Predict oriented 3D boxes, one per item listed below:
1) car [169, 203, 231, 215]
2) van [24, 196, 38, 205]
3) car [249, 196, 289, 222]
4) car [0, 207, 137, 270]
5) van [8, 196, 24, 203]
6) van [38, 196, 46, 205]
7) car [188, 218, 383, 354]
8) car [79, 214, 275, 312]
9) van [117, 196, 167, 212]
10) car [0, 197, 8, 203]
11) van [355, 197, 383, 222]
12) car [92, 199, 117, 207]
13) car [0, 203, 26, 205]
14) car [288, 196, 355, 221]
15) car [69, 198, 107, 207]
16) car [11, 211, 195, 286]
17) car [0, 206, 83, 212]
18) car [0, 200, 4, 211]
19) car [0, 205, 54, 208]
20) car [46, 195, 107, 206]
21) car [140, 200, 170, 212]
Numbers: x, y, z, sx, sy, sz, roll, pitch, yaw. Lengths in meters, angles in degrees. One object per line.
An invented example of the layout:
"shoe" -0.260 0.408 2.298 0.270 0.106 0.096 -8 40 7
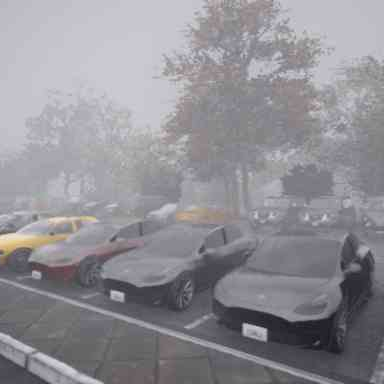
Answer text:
"car" 0.966 1.531 23.585 2.097 1.535 5.008 0 0 36
"van" -14.712 1.371 34.998 1.878 1.987 4.442 0 0 36
"car" 5.452 1.261 20.334 2.435 2.045 5.566 0 0 36
"car" -4.599 1.521 11.256 1.946 1.575 5.366 0 0 36
"van" -17.206 1.381 36.502 1.878 1.987 4.442 -1 0 36
"van" -12.564 1.362 33.455 1.878 1.987 4.442 0 0 36
"car" 2.256 1.525 6.523 2.163 1.488 4.792 0 0 36
"car" 0.002 1.535 8.143 2.163 1.488 4.792 0 0 36
"van" -3.565 1.324 26.990 1.878 1.987 4.442 0 0 36
"car" -19.260 1.642 38.128 2.097 1.535 5.008 -1 -1 36
"van" 9.900 1.267 17.029 1.878 1.987 4.442 0 0 36
"car" -5.781 1.599 28.435 2.002 1.452 4.674 0 0 36
"car" -11.363 1.549 16.115 1.946 1.575 5.366 0 0 36
"car" 7.702 1.251 18.717 2.435 2.045 5.566 0 0 36
"car" -8.034 1.568 30.050 2.097 1.535 5.008 0 0 36
"car" -2.253 1.544 9.763 2.163 1.488 4.792 0 0 36
"car" -6.742 1.534 13.031 2.231 1.521 4.892 0 0 36
"car" -28.263 1.859 44.582 2.231 1.521 4.892 -1 -1 36
"car" -9.004 1.544 14.641 2.231 1.521 4.892 0 0 36
"car" -10.399 1.327 31.721 2.435 2.045 5.566 0 0 36
"car" -1.380 1.581 25.280 2.002 1.452 4.674 0 0 36
